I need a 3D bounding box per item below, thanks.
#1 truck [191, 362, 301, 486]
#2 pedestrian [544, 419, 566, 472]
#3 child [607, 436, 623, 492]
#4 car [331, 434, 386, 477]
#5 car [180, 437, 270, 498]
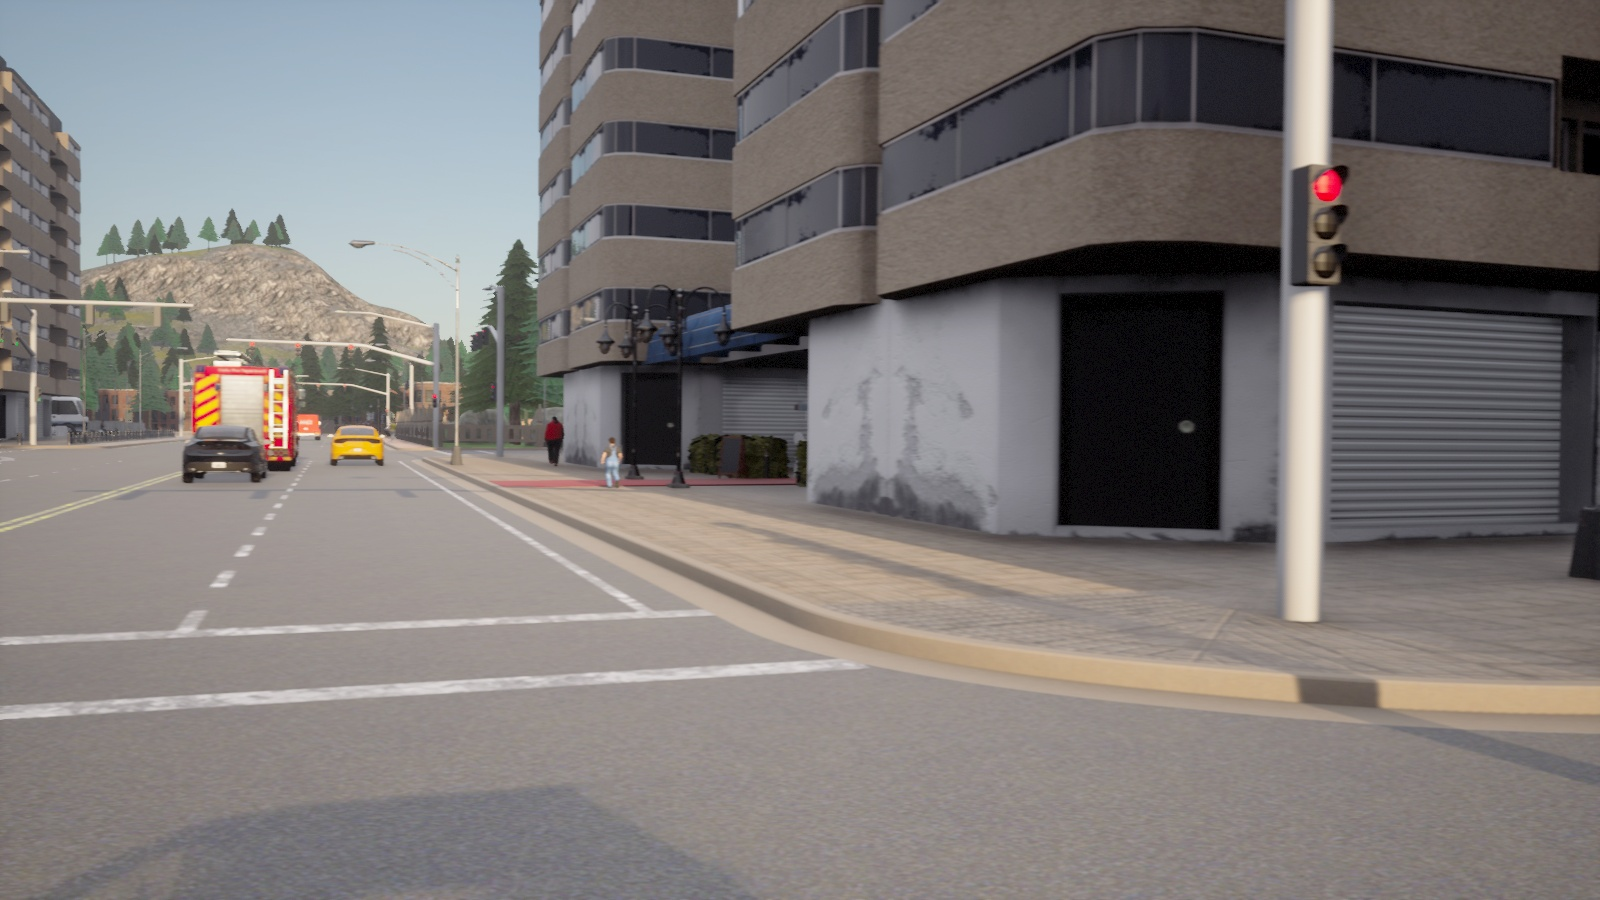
[{"bbox_3d":[-18.873,-0.866,43.210,2.891,3.827,8.468,-1,1,-20],"label":"truck"},{"bbox_3d":[-8.680,-0.173,44.463,0.634,1.844,0.899,-1,1,-19],"label":"pedestrian"},{"bbox_3d":[-4.242,0.314,28.799,0.270,1.263,0.437,-1,1,-22],"label":"child"},{"bbox_3d":[-17.103,0.170,48.585,1.882,1.535,5.008,-1,1,-20],"label":"car"},{"bbox_3d":[-15.403,0.419,33.840,1.837,1.490,4.892,-1,1,-20],"label":"car"}]
